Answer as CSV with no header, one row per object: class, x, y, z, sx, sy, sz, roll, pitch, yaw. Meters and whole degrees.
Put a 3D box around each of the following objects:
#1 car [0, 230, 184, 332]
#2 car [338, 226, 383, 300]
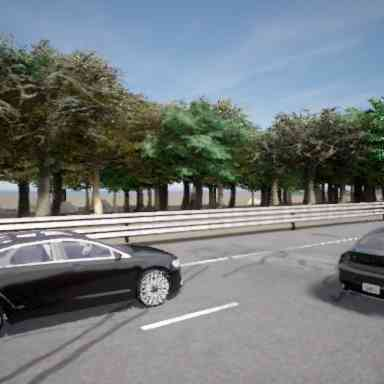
car,-2.440,1.481,6.270,4.902,1.511,2.128,0,0,-35
car,5.194,1.466,7.338,4.892,1.490,1.837,0,0,-35
